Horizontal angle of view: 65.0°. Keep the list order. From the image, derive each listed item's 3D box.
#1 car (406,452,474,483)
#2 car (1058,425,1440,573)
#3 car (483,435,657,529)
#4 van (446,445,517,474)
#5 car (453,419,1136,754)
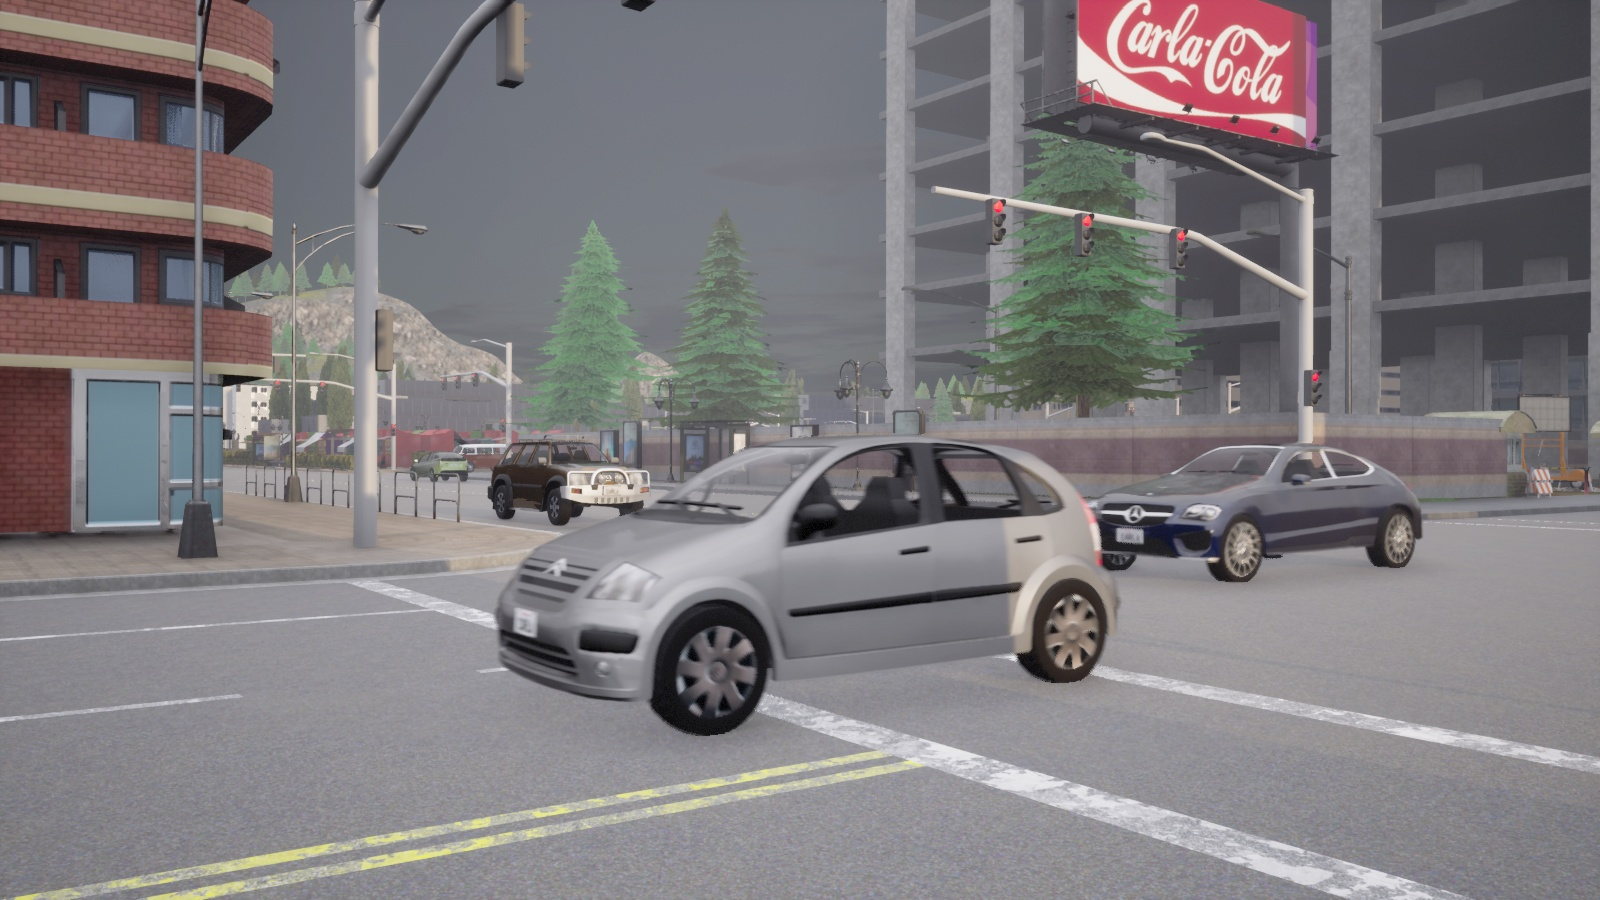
[{"bbox_3d":[-18.486,0.888,64.403,2.007,1.525,4.514,0,0,-35],"label":"car"},{"bbox_3d":[5.913,0.551,16.308,5.027,1.651,2.152,0,0,-35],"label":"car"},{"bbox_3d":[-5.046,0.638,27.088,1.932,1.855,4.605,0,0,-35],"label":"car"},{"bbox_3d":[-22.778,0.681,89.898,4.480,2.038,2.069,0,0,-35],"label":"van"},{"bbox_3d":[0.069,0.662,7.973,3.988,1.617,1.851,0,0,-35],"label":"car"}]
